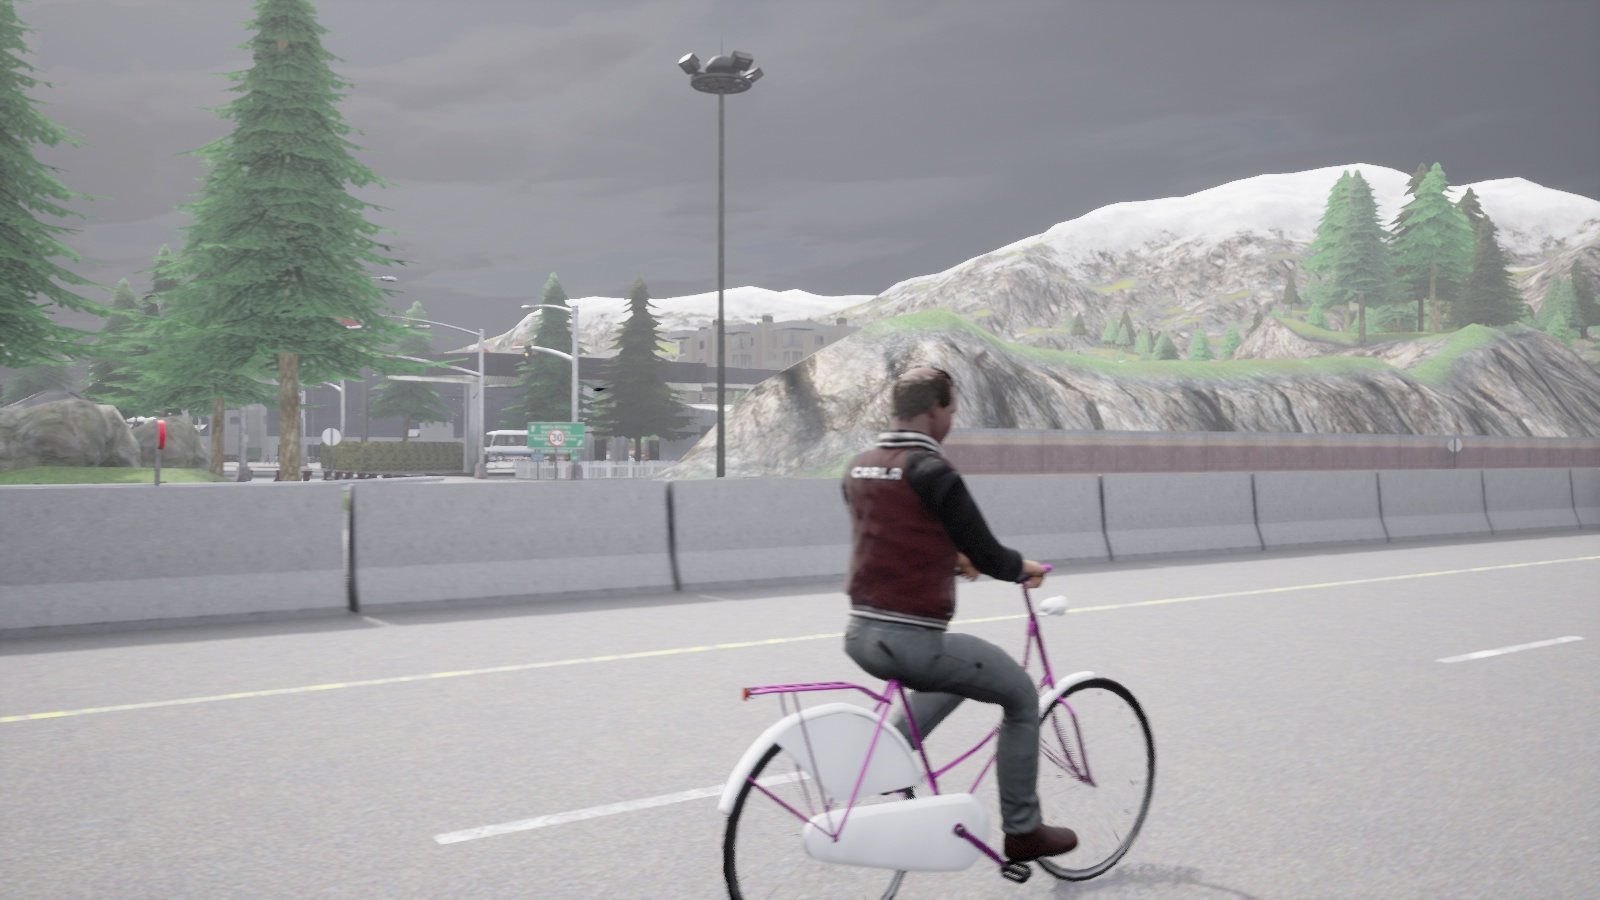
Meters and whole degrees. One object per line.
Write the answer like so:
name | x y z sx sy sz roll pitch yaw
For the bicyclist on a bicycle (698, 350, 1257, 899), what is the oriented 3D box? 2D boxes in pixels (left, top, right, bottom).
bicyclist on a bicycle | 0.638 0.622 4.104 1.843 1.776 0.659 0 0 -35
